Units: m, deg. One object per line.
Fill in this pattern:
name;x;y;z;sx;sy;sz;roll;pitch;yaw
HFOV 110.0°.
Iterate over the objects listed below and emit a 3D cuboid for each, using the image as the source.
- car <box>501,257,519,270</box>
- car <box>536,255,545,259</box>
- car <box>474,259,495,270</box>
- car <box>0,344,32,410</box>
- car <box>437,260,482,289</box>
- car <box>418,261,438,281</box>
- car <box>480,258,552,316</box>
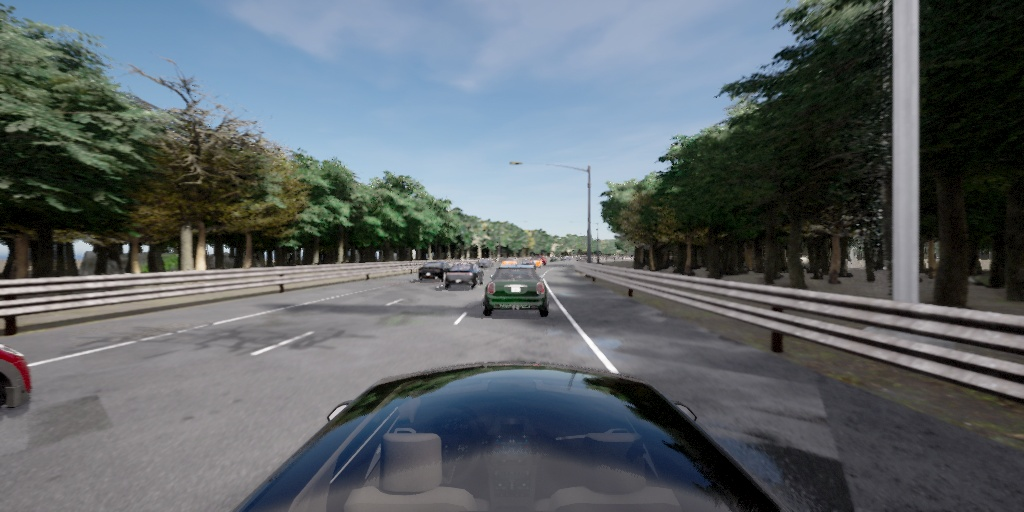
car;-0.259;1.063;54.145;2.097;1.767;4.553;0;0;7
car;4.045;1.063;60.850;2.097;1.767;4.553;0;0;8
car;-4.025;1.253;53.515;2.033;1.411;5.357;0;0;8
car;-6.912;1.085;2.418;2.097;1.767;4.553;0;0;0
car;-2.909;1.221;22.674;2.128;1.511;4.902;0;0;3
car;-6.068;1.197;29.188;1.882;1.535;5.008;0;0;4
car;0.182;1.094;13.554;2.097;1.767;4.553;0;0;2
